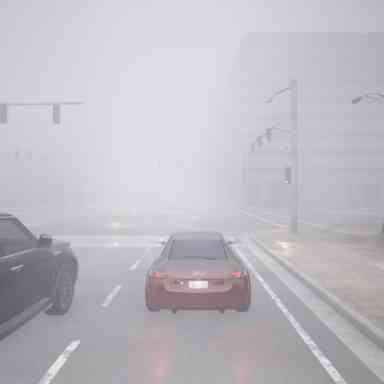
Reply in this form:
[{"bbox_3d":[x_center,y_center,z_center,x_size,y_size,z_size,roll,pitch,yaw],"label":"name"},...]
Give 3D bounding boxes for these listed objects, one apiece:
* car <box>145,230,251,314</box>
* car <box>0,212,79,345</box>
[{"bbox_3d":[0.113,1.564,7.723,1.994,1.385,4.181,0,0,0],"label":"car"},{"bbox_3d":[-3.397,1.221,4.398,2.150,2.045,5.566,0,0,1],"label":"car"}]
